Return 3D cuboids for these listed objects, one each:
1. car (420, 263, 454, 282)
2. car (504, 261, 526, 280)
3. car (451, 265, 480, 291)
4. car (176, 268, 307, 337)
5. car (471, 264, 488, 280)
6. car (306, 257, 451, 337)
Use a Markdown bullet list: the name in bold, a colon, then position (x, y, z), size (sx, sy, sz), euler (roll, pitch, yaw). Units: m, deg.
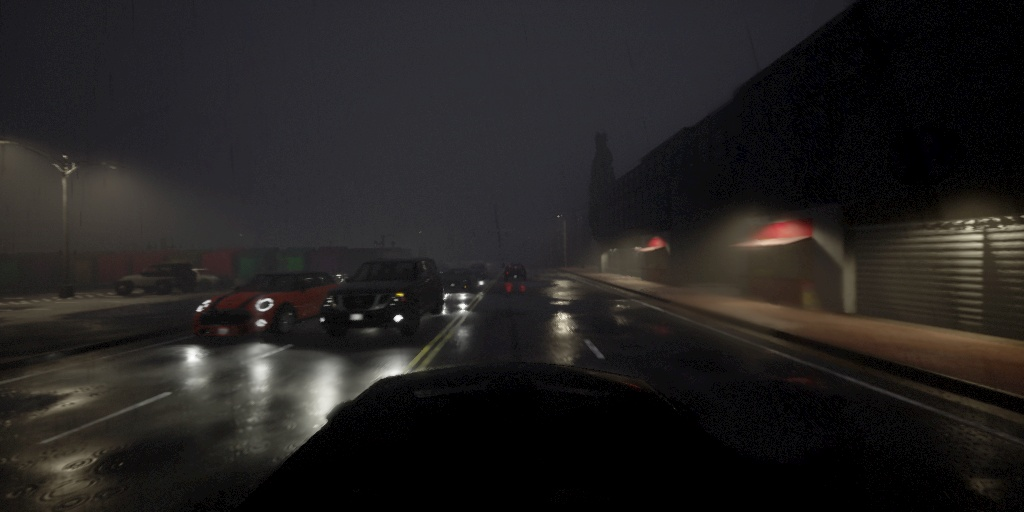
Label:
- **car**: position (-6.774, 1.435, 32.933), size (1.882, 1.535, 5.008), euler (-1, 0, 1)
- **car**: position (0.302, 1.417, 31.938), size (1.895, 1.301, 4.718), euler (-1, 0, 1)
- **car**: position (-3.365, 1.474, 22.502), size (1.994, 1.385, 4.181), euler (-1, 0, 1)
- **car**: position (-7.087, 1.264, 11.055), size (2.097, 1.767, 4.553), euler (-1, 0, 1)
- **car**: position (-3.250, 1.437, 33.872), size (2.033, 1.411, 5.357), euler (-1, 0, 1)
- **car**: position (-3.592, 1.064, 11.094), size (2.150, 2.045, 5.566), euler (-1, 0, 1)
